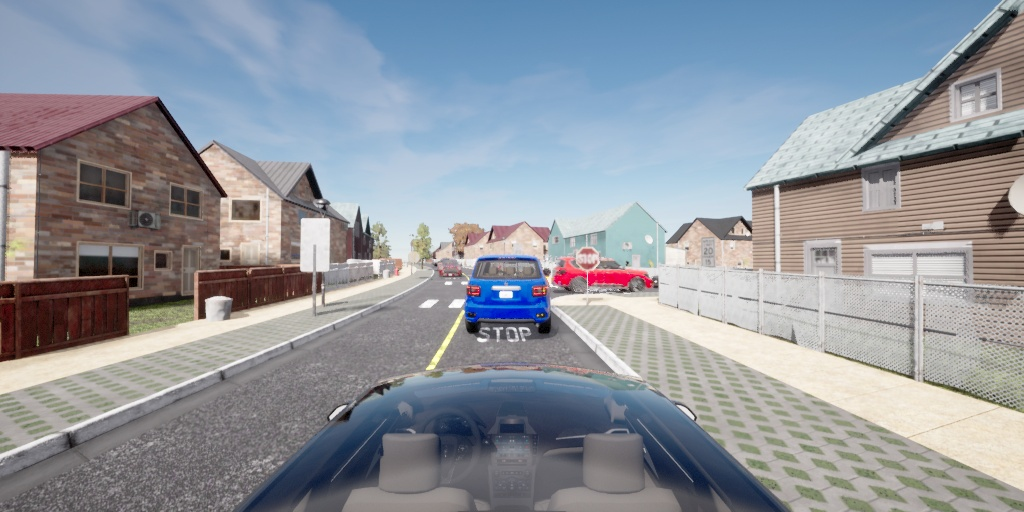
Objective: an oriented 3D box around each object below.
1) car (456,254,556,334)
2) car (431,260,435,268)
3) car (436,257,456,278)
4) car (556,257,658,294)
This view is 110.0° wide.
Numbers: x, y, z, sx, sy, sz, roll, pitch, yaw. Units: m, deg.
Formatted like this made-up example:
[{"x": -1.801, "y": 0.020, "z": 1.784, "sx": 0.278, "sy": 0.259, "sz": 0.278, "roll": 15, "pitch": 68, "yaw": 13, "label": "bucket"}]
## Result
[{"x": -0.019, "y": 0.975, "z": 10.851, "sx": 2.150, "sy": 2.045, "sz": 5.566, "roll": 0, "pitch": 0, "yaw": 3, "label": "car"}, {"x": -12.943, "y": 1.413, "z": 62.610, "sx": 1.895, "sy": 1.301, "sz": 4.718, "roll": 0, "pitch": 0, "yaw": -18, "label": "car"}, {"x": -5.909, "y": 1.116, "z": 34.326, "sx": 2.097, "sy": 1.767, "sz": 4.553, "roll": 0, "pitch": 0, "yaw": -10, "label": "car"}, {"x": 5.089, "y": 1.108, "z": 20.688, "sx": 5.566, "sy": 2.045, "sz": 2.150, "roll": 1, "pitch": 0, "yaw": -4, "label": "car"}]
